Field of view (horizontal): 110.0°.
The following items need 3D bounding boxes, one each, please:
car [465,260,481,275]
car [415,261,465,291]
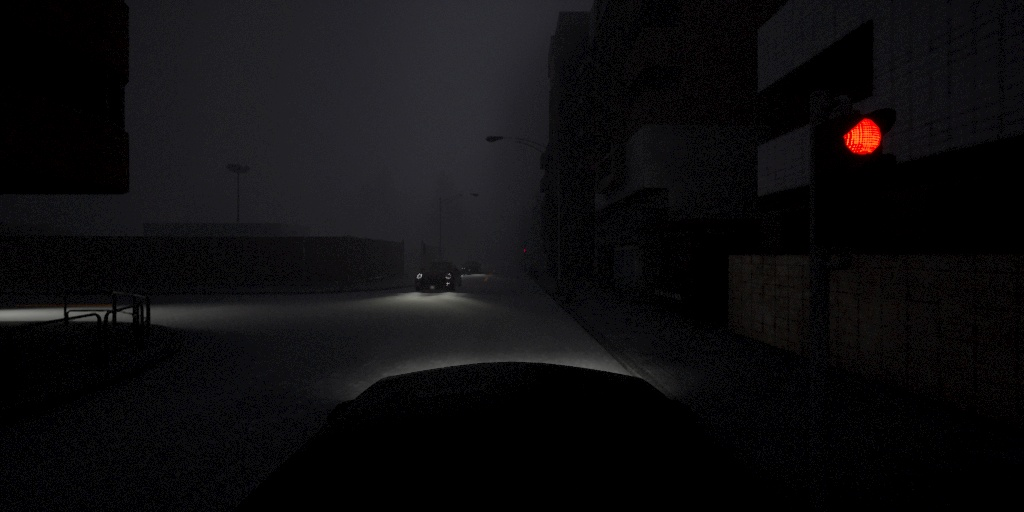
[{"bbox_3d":[-4.451,1.241,39.733,1.837,1.490,4.892,0,0,0],"label":"car"},{"bbox_3d":[-4.285,1.094,21.457,2.097,1.767,4.553,0,0,-1],"label":"car"}]
